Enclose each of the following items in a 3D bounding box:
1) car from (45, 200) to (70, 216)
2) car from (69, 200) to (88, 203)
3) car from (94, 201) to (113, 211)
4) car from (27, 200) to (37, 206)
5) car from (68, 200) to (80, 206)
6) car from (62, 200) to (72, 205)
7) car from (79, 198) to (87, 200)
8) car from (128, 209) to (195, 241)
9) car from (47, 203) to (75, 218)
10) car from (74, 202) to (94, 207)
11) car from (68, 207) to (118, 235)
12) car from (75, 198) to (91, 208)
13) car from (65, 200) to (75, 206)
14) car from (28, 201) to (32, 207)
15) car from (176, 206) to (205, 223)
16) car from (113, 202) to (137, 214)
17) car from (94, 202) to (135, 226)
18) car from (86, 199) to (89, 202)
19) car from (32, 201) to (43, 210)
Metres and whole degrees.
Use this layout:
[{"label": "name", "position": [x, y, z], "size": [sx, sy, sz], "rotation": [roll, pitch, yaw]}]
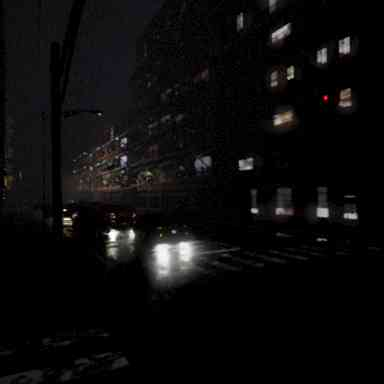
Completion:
[{"label": "car", "position": [-16.196, 2.074, 39.579], "size": [1.967, 1.590, 4.097], "rotation": [0, -1, -29]}, {"label": "car", "position": [-15.711, 2.209, 44.197], "size": [2.033, 1.411, 5.357], "rotation": [-1, 0, -28]}, {"label": "car", "position": [-14.358, 2.239, 53.718], "size": [1.752, 1.417, 4.829], "rotation": [0, -1, -29]}, {"label": "car", "position": [-40.664, 2.849, 84.482], "size": [1.947, 1.339, 4.313], "rotation": [0, -1, -29]}, {"label": "car", "position": [-27.870, 2.623, 78.516], "size": [2.008, 1.369, 4.403], "rotation": [0, -1, -29]}, {"label": "car", "position": [-33.308, 2.763, 88.495], "size": [1.887, 1.381, 4.507], "rotation": [0, -1, -29]}, {"label": "car", "position": [-18.485, 2.272, 55.663], "size": [2.128, 1.511, 4.902], "rotation": [-1, 0, -29]}, {"label": "car", "position": [-1.842, 1.863, 18.648], "size": [1.994, 1.385, 4.181], "rotation": [-1, 0, -28]}, {"label": "car", "position": [-13.477, 2.114, 34.588], "size": [2.008, 1.369, 4.403], "rotation": [0, -1, -29]}, {"label": "car", "position": [-10.695, 2.094, 34.904], "size": [1.994, 1.385, 4.181], "rotation": [-1, 0, -29]}, {"label": "car", "position": [-6.552, 1.925, 21.610], "size": [1.887, 1.381, 4.507], "rotation": [0, -1, -29]}, {"label": "car", "position": [-22.435, 2.242, 68.539], "size": [2.192, 1.841, 5.009], "rotation": [0, -1, -29]}, {"label": "car", "position": [-30.670, 2.673, 83.655], "size": [1.752, 1.417, 4.829], "rotation": [0, -1, -29]}, {"label": "car", "position": [-35.227, 2.719, 74.503], "size": [1.802, 1.307, 4.206], "rotation": [0, -1, -29]}, {"label": "car", "position": [-0.593, 1.900, 28.675], "size": [1.887, 1.381, 4.507], "rotation": [0, -1, -29]}, {"label": "car", "position": [-8.921, 2.096, 43.739], "size": [1.752, 1.417, 4.829], "rotation": [0, -1, -29]}, {"label": "car", "position": [-5.974, 1.759, 26.226], "size": [2.097, 1.767, 4.553], "rotation": [-1, 0, -29]}, {"label": "car", "position": [-13.452, 2.154, 46.531], "size": [1.837, 1.490, 4.892], "rotation": [-1, 0, -28]}, {"label": "car", "position": [-27.071, 2.486, 59.534], "size": [1.947, 1.339, 4.313], "rotation": [0, -1, -29]}]
